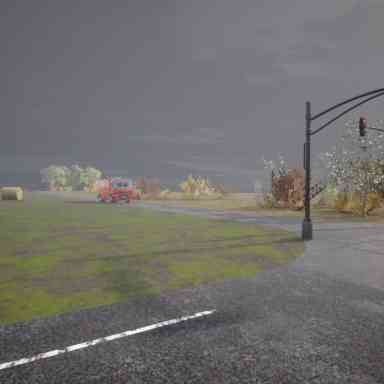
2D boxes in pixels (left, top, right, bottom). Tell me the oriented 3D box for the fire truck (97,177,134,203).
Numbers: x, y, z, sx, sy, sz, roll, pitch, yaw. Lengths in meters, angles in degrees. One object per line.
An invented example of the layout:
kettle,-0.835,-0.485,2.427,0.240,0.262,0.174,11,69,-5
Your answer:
fire truck,-11.716,-0.355,50.059,2.891,3.827,8.468,1,0,-32
